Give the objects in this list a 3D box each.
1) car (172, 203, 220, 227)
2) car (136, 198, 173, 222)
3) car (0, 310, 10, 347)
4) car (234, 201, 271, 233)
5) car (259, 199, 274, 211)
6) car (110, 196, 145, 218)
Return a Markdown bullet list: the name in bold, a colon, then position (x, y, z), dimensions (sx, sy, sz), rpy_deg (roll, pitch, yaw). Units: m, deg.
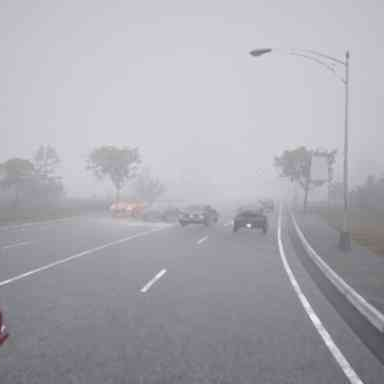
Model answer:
- **car**: position (0.584, 1.519, 22.494), dimensions (2.033, 1.411, 5.357), rpy_deg (1, 0, 14)
- **car**: position (-2.327, 1.439, 25.958), dimensions (1.812, 1.442, 4.674), rpy_deg (1, 1, 15)
- **car**: position (-3.181, 1.577, 1.839), dimensions (1.895, 1.301, 4.718), rpy_deg (0, 0, 2)
- **car**: position (3.641, 1.526, 20.155), dimensions (1.837, 1.490, 4.892), rpy_deg (1, 0, 14)
- **car**: position (8.618, 1.427, 38.848), dimensions (1.895, 1.301, 4.718), rpy_deg (1, 1, 15)
- **car**: position (-5.217, 1.210, 28.668), dimensions (2.097, 1.767, 4.553), rpy_deg (1, 1, 15)
